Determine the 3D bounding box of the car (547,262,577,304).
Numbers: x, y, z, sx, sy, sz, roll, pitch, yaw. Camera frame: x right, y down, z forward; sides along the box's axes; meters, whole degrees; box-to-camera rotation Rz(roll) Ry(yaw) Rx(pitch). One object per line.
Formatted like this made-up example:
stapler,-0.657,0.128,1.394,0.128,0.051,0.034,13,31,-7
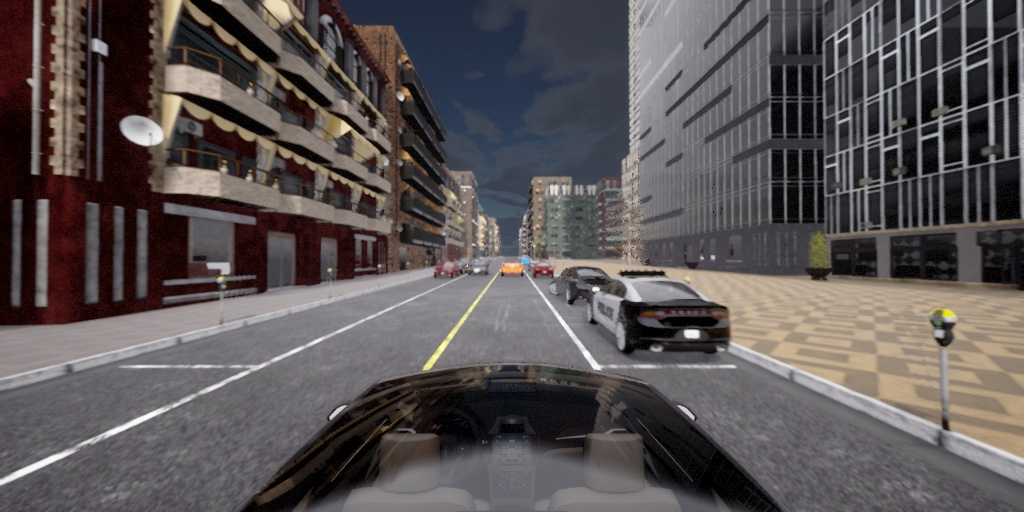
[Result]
car,3.039,1.195,15.935,1.837,1.490,4.892,0,0,-4

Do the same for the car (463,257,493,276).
car,-3.101,1.102,34.229,2.128,1.511,4.902,0,0,0

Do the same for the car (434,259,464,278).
car,-5.696,1.167,31.650,1.888,1.381,4.507,0,0,0

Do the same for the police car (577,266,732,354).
police car,3.132,1.144,8.827,1.930,1.638,5.238,0,0,0

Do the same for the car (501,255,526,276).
car,0.068,0.961,34.641,2.097,1.767,4.553,0,0,1

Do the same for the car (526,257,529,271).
car,2.682,1.125,42.790,2.007,1.370,4.403,0,0,0

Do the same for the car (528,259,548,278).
car,2.684,1.167,31.651,1.888,1.381,4.507,0,0,0
